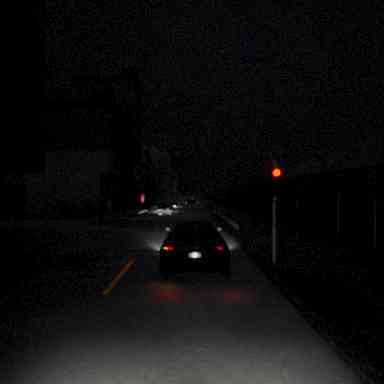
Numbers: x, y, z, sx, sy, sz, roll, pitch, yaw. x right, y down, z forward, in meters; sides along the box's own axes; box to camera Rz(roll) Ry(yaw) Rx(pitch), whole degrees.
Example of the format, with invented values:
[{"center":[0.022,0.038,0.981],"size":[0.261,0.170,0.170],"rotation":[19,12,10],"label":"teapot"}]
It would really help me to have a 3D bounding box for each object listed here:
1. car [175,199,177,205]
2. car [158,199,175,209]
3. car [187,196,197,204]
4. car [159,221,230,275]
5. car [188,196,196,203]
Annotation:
[{"center":[-4.025,1.970,66.560],"size":[1.895,1.301,4.718],"rotation":[0,0,0],"label":"car"},{"center":[-4.086,1.885,50.983],"size":[1.895,1.301,4.718],"rotation":[0,0,0],"label":"car"},{"center":[-0.025,1.918,71.898],"size":[2.128,1.511,4.902],"rotation":[0,0,0],"label":"car"},{"center":[0.057,1.624,10.639],"size":[1.994,1.385,4.181],"rotation":[0,0,-1],"label":"car"},{"center":[-0.031,1.769,82.319],"size":[1.882,1.535,5.008],"rotation":[0,0,0],"label":"car"}]
